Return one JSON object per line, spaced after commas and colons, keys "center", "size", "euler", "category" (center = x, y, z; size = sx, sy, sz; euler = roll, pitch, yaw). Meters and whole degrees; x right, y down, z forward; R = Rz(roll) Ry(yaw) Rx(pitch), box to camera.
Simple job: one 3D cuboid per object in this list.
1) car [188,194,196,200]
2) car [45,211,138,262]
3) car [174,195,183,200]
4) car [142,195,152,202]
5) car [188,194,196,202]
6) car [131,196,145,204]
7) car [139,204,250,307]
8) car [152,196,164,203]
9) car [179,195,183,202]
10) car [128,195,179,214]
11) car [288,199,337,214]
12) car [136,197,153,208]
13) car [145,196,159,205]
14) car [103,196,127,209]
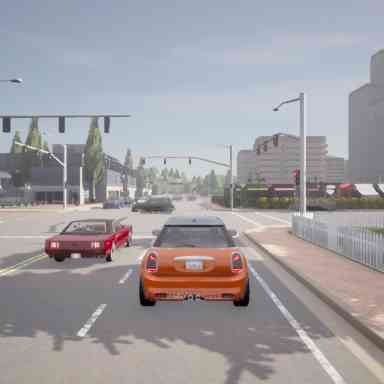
{"center": [-0.052, 1.398, 87.778], "size": [2.128, 1.511, 4.902], "euler": [0, 0, 0], "category": "car"}
{"center": [-3.423, 1.601, 12.061], "size": [1.895, 1.301, 4.718], "euler": [0, 0, 0], "category": "car"}
{"center": [-3.552, 1.425, 87.774], "size": [1.994, 1.385, 4.181], "euler": [0, 0, 0], "category": "car"}
{"center": [-10.546, 1.496, 78.175], "size": [1.837, 1.490, 4.892], "euler": [0, 0, 0], "category": "car"}
{"center": [-0.046, 1.531, 77.503], "size": [2.033, 1.411, 5.357], "euler": [0, 0, 0], "category": "car"}
{"center": [-10.568, 1.564, 65.750], "size": [1.994, 1.385, 4.181], "euler": [0, 0, 1], "category": "car"}
{"center": [0.059, 1.352, 8.167], "size": [2.097, 1.767, 4.553], "euler": [0, 0, 0], "category": "car"}
{"center": [-7.041, 1.595, 69.411], "size": [1.895, 1.301, 4.718], "euler": [0, 0, 0], "category": "car"}
{"center": [-3.546, 1.513, 77.820], "size": [1.812, 1.442, 4.674], "euler": [0, 0, 0], "category": "car"}
{"center": [-3.971, 1.352, 34.644], "size": [4.553, 1.767, 2.097], "euler": [0, 0, 0], "category": "car"}
{"center": [12.643, 1.491, 34.863], "size": [4.902, 1.511, 2.128], "euler": [0, 0, -1], "category": "car"}
{"center": [-7.115, 1.526, 50.226], "size": [1.812, 1.442, 4.674], "euler": [0, 0, 0], "category": "car"}
{"center": [-7.107, 1.505, 59.332], "size": [1.837, 1.490, 4.892], "euler": [0, 0, 0], "category": "car"}
{"center": [-10.620, 1.352, 45.192], "size": [2.097, 1.767, 4.553], "euler": [0, 0, 0], "category": "car"}
